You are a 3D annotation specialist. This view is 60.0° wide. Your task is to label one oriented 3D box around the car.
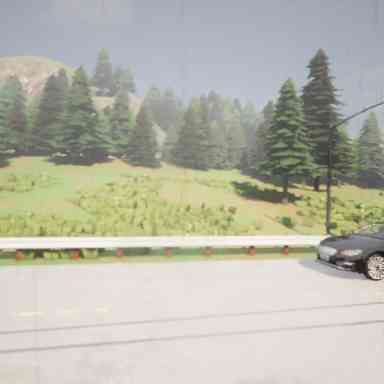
[{"bbox_3d":[6.156,1.645,10.030,4.902,1.511,2.128,1,0,-14],"label":"car"}]
